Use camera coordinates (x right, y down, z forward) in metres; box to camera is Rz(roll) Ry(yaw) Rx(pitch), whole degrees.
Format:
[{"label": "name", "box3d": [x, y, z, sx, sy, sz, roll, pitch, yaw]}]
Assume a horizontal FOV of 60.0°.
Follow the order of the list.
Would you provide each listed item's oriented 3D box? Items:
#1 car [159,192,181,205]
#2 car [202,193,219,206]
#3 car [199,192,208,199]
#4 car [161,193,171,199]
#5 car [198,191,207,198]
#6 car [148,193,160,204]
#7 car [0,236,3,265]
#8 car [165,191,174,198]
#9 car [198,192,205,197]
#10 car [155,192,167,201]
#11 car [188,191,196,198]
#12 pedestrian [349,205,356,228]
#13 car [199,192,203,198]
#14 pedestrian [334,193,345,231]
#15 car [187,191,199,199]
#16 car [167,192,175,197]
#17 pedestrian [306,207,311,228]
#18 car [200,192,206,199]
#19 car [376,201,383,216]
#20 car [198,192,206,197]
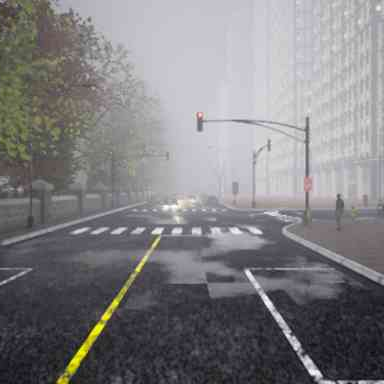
[{"label": "car", "box3d": [-3.093, 1.031, 48.560, 2.128, 1.511, 4.902, 0, 1, 0]}, {"label": "car", "box3d": [2.679, 1.140, 44.821, 1.947, 1.339, 4.313, 0, 1, 0]}, {"label": "car", "box3d": [2.670, 0.720, 78.613, 1.967, 1.590, 4.097, 0, 0, 0]}, {"label": "car", "box3d": [-5.708, 0.854, 72.810, 1.752, 1.417, 4.829, 0, 0, 0]}, {"label": "car", "box3d": [2.669, 0.673, 84.245, 1.967, 1.590, 4.097, 0, 0, 0]}, {"label": "car", "box3d": [-5.703, 1.105, 50.451, 1.802, 1.307, 4.206, 0, 1, 0]}, {"label": "car", "box3d": [-5.820, 1.475, 6.902, 1.887, 1.381, 4.507, 0, 1, 0]}, {"label": "car", "box3d": [-5.711, 0.673, 84.243, 1.967, 1.590, 4.097, 0, 0, 0]}, {"label": "car", "box3d": [2.665, 0.692, 95.510, 2.008, 1.369, 4.403, 0, 0, 0]}, {"label": "car", "box3d": [-5.705, 0.864, 61.715, 1.967, 1.590, 4.097, 0, 1, 0]}, {"label": "car", "box3d": [-0.022, 0.626, 82.103, 1.837, 1.490, 4.892, 0, 0, 0]}, {"label": "pedestrian", "box3d": [8.124, 1.243, 16.777, 0.500, 1.100, 0.500, 0, 0, 0]}, {"label": "car", "box3d": [2.676, 1.039, 56.086, 1.947, 1.339, 4.313, 0, 1, 0]}, {"label": "pedestrian", "box3d": [7.129, 0.945, 16.176, 0.375, 1.860, 0.375, 0, 0, 0]}, {"label": "car", "box3d": [-0.020, 0.921, 72.136, 1.895, 1.301, 4.718, 0, 0, 0]}, {"label": "car", "box3d": [-5.714, 0.732, 89.876, 1.887, 1.381, 4.507, 0, 0, 0]}, {"label": "pedestrian", "box3d": [6.129, 1.342, 17.378, 0.500, 1.100, 0.500, 0, 0, 0]}, {"label": "car", "box3d": [2.677, 1.089, 50.453, 1.947, 1.339, 4.313, 0, 1, 0]}, {"label": "car", "box3d": [14.667, 1.057, 22.231, 4.313, 1.339, 1.947, -1, 1, 0]}, {"label": "car", "box3d": [2.667, 0.738, 89.878, 2.008, 1.369, 4.403, 0, 0, 0]}]
